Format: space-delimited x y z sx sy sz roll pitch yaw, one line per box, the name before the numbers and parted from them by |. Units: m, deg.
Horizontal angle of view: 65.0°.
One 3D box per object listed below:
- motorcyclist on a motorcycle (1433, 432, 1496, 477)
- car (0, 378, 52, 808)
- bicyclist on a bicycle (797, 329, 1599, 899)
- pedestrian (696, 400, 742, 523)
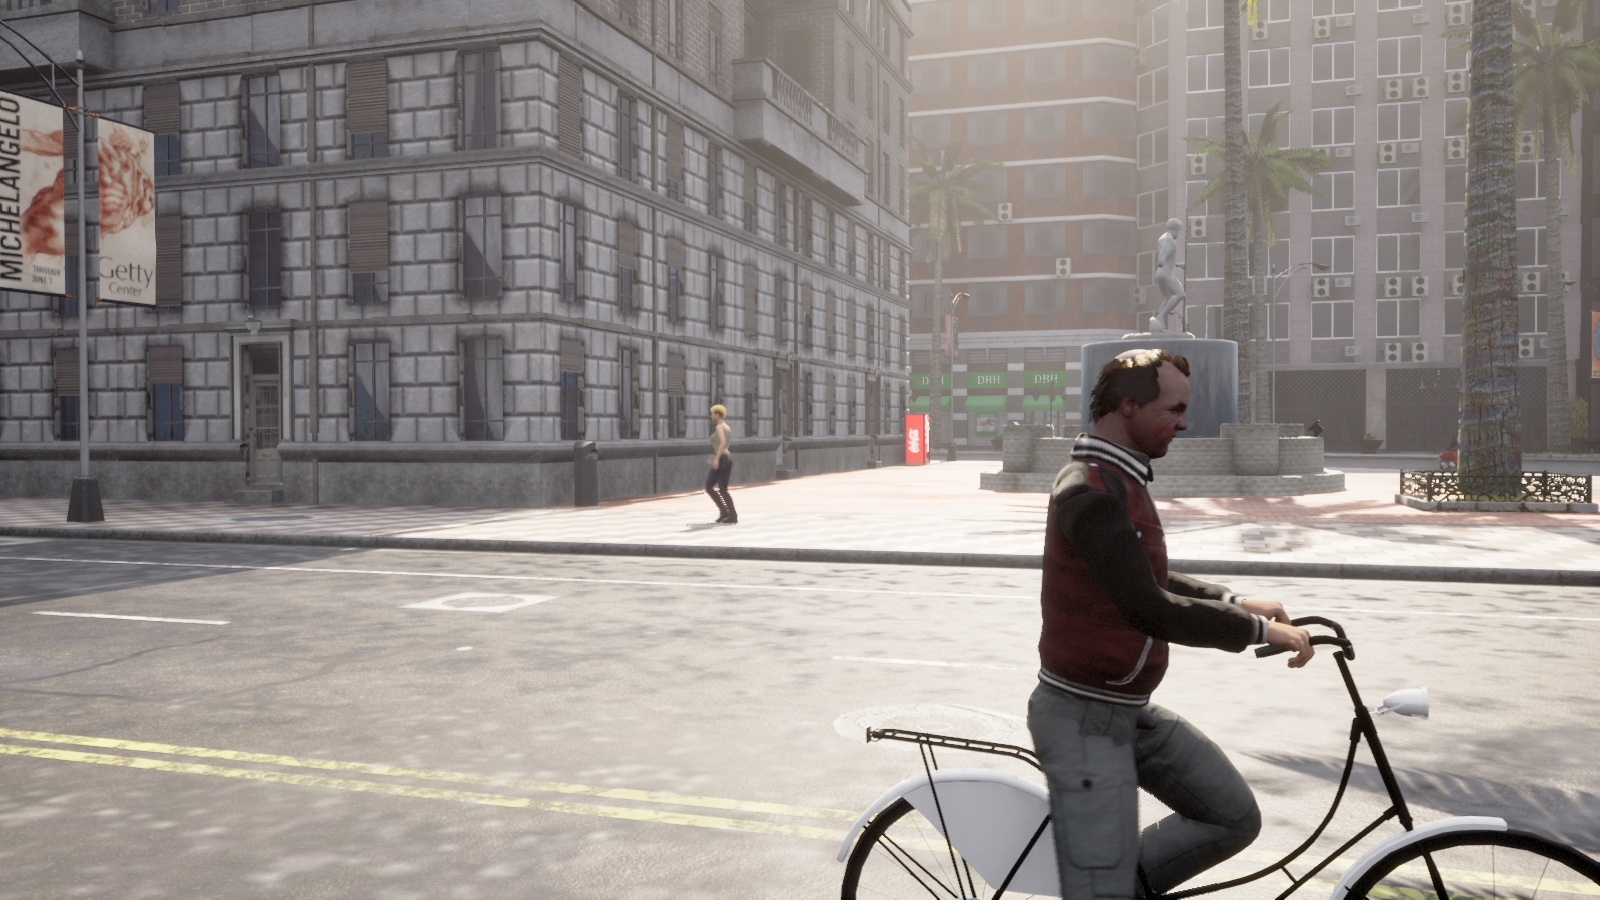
motorcyclist on a motorcycle | 23.953 0.148 45.324 0.866 1.590 1.817 -1 1 -30
car | -5.694 0.578 5.090 4.553 1.767 2.097 1 1 18
bicyclist on a bicycle | 0.973 0.654 2.877 1.843 1.776 0.659 0 1 19
pedestrian | -1.230 0.169 19.070 0.594 1.836 0.345 1 1 21
